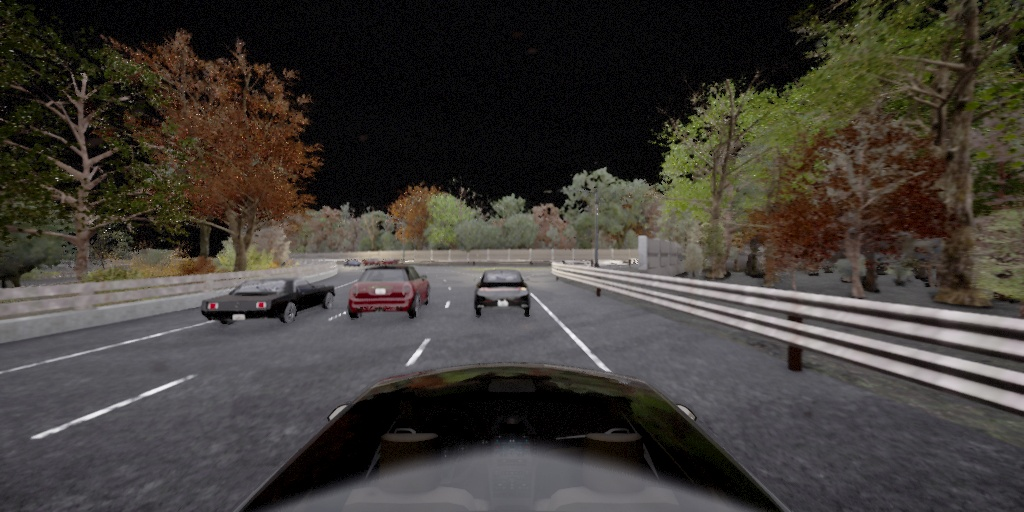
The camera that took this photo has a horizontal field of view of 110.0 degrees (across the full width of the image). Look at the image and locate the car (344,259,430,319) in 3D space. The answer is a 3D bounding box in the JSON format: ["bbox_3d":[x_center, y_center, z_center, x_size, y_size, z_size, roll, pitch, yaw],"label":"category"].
[{"bbox_3d":[-4.273,1.109,13.130,2.097,1.767,4.553,0,0,-6],"label":"car"}]

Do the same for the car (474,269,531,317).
[{"bbox_3d":[-0.383,1.233,13.293,2.128,1.511,4.902,0,0,-3],"label":"car"}]

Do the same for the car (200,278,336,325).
[{"bbox_3d":[-7.618,1.372,11.906,1.895,1.301,4.718,0,0,-6],"label":"car"}]
